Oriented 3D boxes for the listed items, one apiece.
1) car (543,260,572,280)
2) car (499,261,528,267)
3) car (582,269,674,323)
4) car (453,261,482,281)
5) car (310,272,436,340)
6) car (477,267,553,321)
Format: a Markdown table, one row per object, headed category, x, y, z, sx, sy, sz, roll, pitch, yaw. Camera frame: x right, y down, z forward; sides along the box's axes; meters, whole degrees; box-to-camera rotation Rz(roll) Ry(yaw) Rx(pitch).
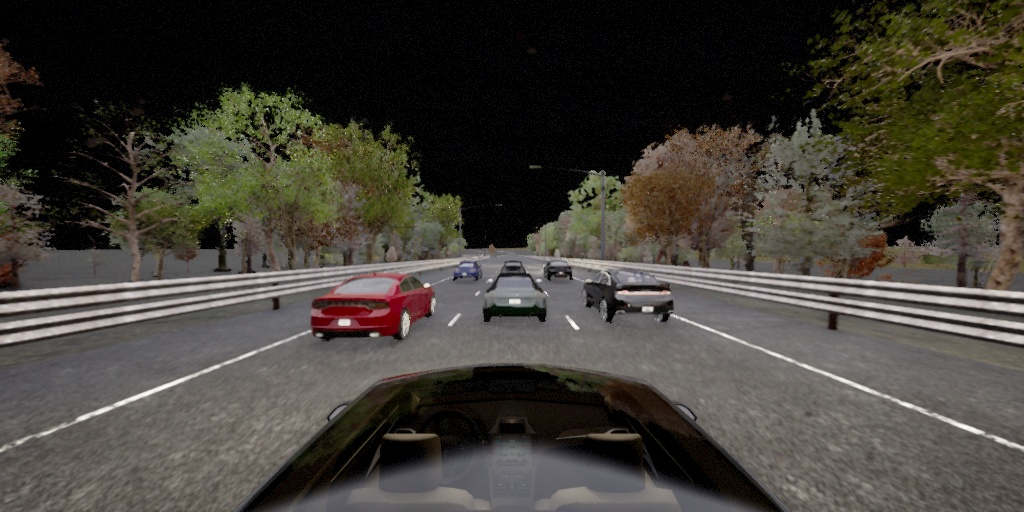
| category | x | y | z | sx | sy | sz | roll | pitch | yaw |
| --- | --- | --- | --- | --- | --- | --- | --- | --- | --- |
| car | 3.595 | 1.080 | 28.686 | 1.882 | 1.535 | 5.008 | 0 | 0 | 0 |
| car | 0.093 | 1.115 | 27.198 | 1.837 | 1.490 | 4.892 | 0 | 0 | 0 |
| car | 3.587 | 1.184 | 11.877 | 2.128 | 1.511 | 4.902 | 0 | 0 | 0 |
| car | -3.405 | 1.132 | 28.080 | 1.812 | 1.442 | 4.674 | 0 | 0 | 0 |
| car | -3.423 | 1.182 | 9.813 | 1.882 | 1.535 | 5.008 | 0 | 1 | 0 |
| car | 0.088 | 1.255 | 12.215 | 1.994 | 1.385 | 4.181 | 0 | 0 | 0 |
